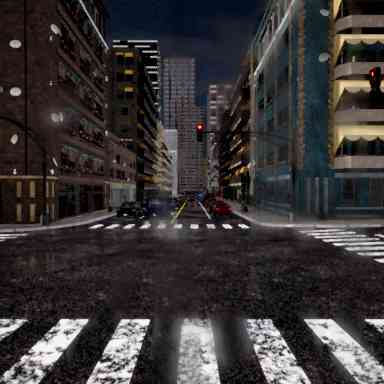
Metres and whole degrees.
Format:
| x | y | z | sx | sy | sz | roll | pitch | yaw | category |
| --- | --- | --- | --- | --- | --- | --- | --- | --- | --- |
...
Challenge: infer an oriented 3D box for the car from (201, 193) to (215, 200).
| x | y | z | sx | sy | sz | roll | pitch | yaw | category |
| --- | --- | --- | --- | --- | --- | --- | --- | --- | --- |
| 3.201 | 1.246 | 60.976 | 2.150 | 2.045 | 5.566 | 0 | 0 | 0 | car |

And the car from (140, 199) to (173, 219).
| x | y | z | sx | sy | sz | roll | pitch | yaw | category |
| --- | --- | --- | --- | --- | --- | --- | --- | --- | --- |
| -3.054 | 1.603 | 29.541 | 1.895 | 1.301 | 4.718 | 0 | 0 | 0 | car |

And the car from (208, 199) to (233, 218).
| x | y | z | sx | sy | sz | roll | pitch | yaw | category |
| --- | --- | --- | --- | --- | --- | --- | --- | --- | --- |
| 2.731 | 1.584 | 30.379 | 1.802 | 1.307 | 4.206 | 0 | 0 | 0 | car |

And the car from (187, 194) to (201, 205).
| x | y | z | sx | sy | sz | roll | pitch | yaw | category |
| --- | --- | --- | --- | --- | --- | --- | --- | --- | --- |
| 0.093 | 1.509 | 60.671 | 2.128 | 1.511 | 4.902 | 0 | 0 | 0 | car |

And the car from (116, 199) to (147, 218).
| x | y | z | sx | sy | sz | roll | pitch | yaw | category |
| --- | --- | --- | --- | --- | --- | --- | --- | --- | --- |
| -5.651 | 1.568 | 30.404 | 1.947 | 1.339 | 4.313 | 0 | 0 | 0 | car |

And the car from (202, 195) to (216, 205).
| x | y | z | sx | sy | sz | roll | pitch | yaw | category |
| --- | --- | --- | --- | --- | --- | --- | --- | --- | --- |
| 2.756 | 1.555 | 46.949 | 1.887 | 1.381 | 4.507 | 0 | 0 | 0 | car |

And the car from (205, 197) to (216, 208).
| x | y | z | sx | sy | sz | roll | pitch | yaw | category |
| --- | --- | --- | --- | --- | --- | --- | --- | --- | --- |
| 2.739 | 1.570 | 35.902 | 1.947 | 1.339 | 4.313 | 0 | 0 | 0 | car |

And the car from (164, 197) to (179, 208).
| x | y | z | sx | sy | sz | roll | pitch | yaw | category |
| --- | --- | --- | --- | --- | --- | --- | --- | --- | --- |
| -3.012 | 1.537 | 49.748 | 1.812 | 1.442 | 4.674 | 0 | 0 | 0 | car |

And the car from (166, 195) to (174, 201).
| x | y | z | sx | sy | sz | roll | pitch | yaw | category |
| --- | --- | --- | --- | --- | --- | --- | --- | --- | --- |
| -5.566 | 1.563 | 85.469 | 1.752 | 1.417 | 4.829 | 0 | 0 | 0 | car |

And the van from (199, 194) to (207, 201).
| x | y | z | sx | sy | sz | roll | pitch | yaw | category |
| --- | --- | --- | --- | --- | --- | --- | --- | --- | --- |
| 2.813 | 1.379 | 85.614 | 1.690 | 1.788 | 3.998 | -1 | 0 | 0 | van |

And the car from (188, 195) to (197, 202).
| x | y | z | sx | sy | sz | roll | pitch | yaw | category |
| --- | --- | --- | --- | --- | --- | --- | --- | --- | --- |
| 0.108 | 1.381 | 69.844 | 1.812 | 1.442 | 4.674 | 0 | 0 | 0 | car |

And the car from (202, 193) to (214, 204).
| x | y | z | sx | sy | sz | roll | pitch | yaw | category |
| --- | --- | --- | --- | --- | --- | --- | --- | --- | --- |
| 3.212 | 1.243 | 67.976 | 2.150 | 2.045 | 5.566 | 0 | 0 | 0 | car |

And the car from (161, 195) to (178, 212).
| x | y | z | sx | sy | sz | roll | pitch | yaw | category |
| --- | --- | --- | --- | --- | --- | --- | --- | --- | --- |
| -3.035 | 1.358 | 39.537 | 2.097 | 1.767 | 4.553 | 0 | 0 | 0 | car |
